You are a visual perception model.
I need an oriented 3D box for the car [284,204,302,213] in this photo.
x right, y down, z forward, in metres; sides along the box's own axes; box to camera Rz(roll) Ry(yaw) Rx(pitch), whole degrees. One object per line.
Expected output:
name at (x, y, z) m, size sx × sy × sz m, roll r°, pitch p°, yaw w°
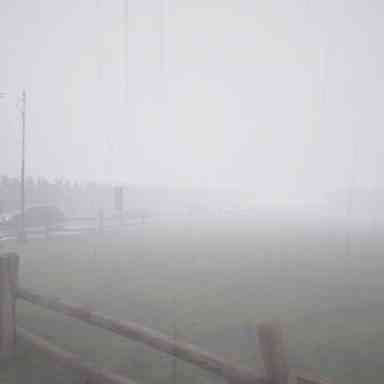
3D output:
car at (17.585, 2.855, 57.925) m, size 1.882 × 1.535 × 5.008 m, roll -1°, pitch -2°, yaw 36°

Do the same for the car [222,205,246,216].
car at (5.963, 2.577, 46.804) m, size 1.812 × 1.442 × 4.674 m, roll -1°, pitch -2°, yaw 36°

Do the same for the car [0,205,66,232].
car at (-11.204, 1.730, 23.185) m, size 2.097 × 1.767 × 4.553 m, roll -1°, pitch -2°, yaw 35°

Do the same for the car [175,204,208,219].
car at (-0.113, 2.168, 38.545) m, size 2.097 × 1.767 × 4.553 m, roll -1°, pitch -2°, yaw 36°

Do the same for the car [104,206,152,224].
car at (-5.824, 2.084, 30.685) m, size 2.128 × 1.511 × 4.902 m, roll -1°, pitch -2°, yaw 36°
